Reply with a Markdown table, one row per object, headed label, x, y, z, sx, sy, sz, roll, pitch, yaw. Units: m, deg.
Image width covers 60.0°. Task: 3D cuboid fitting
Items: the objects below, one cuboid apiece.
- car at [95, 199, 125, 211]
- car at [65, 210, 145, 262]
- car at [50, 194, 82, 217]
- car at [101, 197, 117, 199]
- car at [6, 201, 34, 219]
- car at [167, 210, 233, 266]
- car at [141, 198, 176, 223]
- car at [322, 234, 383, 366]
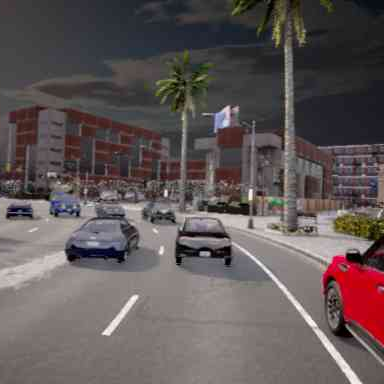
| label | x | y | z | sx | sy | sz | roll | pitch | yaw |
| --- | --- | --- | --- | --- | --- | --- | --- | --- | --- |
| car | -7.548 | 1.657 | 30.404 | 2.033 | 1.411 | 5.357 | 2 | -1 | -27 |
| car | -3.119 | 1.607 | 12.344 | 1.994 | 1.385 | 4.181 | 2 | -1 | -1 |
| car | -11.703 | 1.187 | 30.618 | 2.150 | 2.045 | 5.566 | 3 | -1 | -29 |
| car | -18.530 | 1.480 | 71.369 | 4.553 | 1.767 | 2.185 | 2 | -1 | 35 |
| car | -13.749 | 1.439 | 26.765 | 1.895 | 1.301 | 4.718 | 2 | -1 | -25 |
| car | 0.349 | 1.659 | 12.298 | 2.128 | 1.511 | 4.902 | 2 | -1 | -1 |
| car | -2.940 | 1.599 | 28.166 | 2.097 | 1.767 | 4.553 | 2 | -1 | -20 |
| car | 3.287 | 1.388 | 3.808 | 2.150 | 2.045 | 5.566 | 2 | -1 | 5 |
